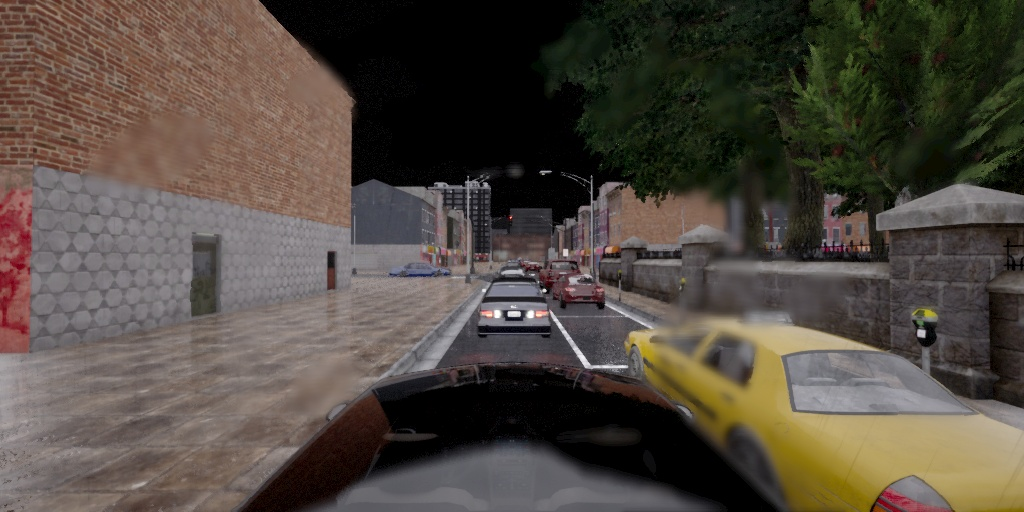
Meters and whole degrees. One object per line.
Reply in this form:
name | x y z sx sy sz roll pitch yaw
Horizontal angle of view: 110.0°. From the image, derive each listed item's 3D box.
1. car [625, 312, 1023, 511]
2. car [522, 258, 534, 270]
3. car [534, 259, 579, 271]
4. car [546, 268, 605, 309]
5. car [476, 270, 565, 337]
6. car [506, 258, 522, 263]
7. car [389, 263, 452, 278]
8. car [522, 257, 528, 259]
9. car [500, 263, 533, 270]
car | 2.639 1.276 3.995 1.751 1.417 4.829 0 0 0
car | 2.613 1.356 46.601 1.888 1.381 4.507 0 0 0
car | 2.629 1.077 20.172 2.192 1.841 5.009 0 0 0
car | 2.633 1.338 14.723 1.802 1.307 4.207 0 0 0
car | 0.063 1.300 10.241 2.033 1.411 5.357 0 0 0
car | 0.077 1.326 55.102 2.128 1.511 4.902 0 0 0
car | -8.139 1.300 32.044 5.357 1.411 2.033 0 -1 -7
car | 2.603 1.404 62.913 1.888 1.381 4.507 0 0 0
car | 0.015 1.287 19.953 1.812 1.442 4.674 0 0 1
